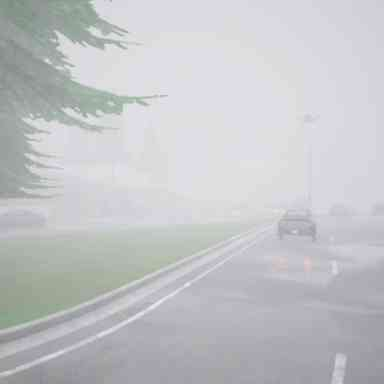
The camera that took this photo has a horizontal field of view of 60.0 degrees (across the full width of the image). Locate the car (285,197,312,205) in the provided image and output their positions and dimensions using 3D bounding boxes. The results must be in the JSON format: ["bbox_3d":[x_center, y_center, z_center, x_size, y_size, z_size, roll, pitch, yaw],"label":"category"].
[{"bbox_3d":[16.504,1.777,50.409,2.150,2.045,5.566,-1,-1,35],"label":"car"}]

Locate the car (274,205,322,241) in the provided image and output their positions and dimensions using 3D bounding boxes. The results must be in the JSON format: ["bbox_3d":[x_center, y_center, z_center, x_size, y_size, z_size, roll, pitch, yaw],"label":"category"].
[{"bbox_3d":[5.854,1.693,18.016,2.128,1.511,4.902,-1,-1,23],"label":"car"}]

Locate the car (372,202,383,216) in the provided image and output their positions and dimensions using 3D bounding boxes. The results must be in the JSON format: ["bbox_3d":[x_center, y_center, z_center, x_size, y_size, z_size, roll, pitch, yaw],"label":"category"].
[{"bbox_3d":[20.782,1.853,36.087,1.837,1.490,4.892,-1,-1,34],"label":"car"}]

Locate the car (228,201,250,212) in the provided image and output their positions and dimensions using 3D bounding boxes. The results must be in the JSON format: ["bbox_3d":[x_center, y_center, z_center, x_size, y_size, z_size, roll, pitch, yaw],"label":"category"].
[{"bbox_3d":[7.009,2.118,49.046,1.812,1.442,4.674,-1,-1,35],"label":"car"}]

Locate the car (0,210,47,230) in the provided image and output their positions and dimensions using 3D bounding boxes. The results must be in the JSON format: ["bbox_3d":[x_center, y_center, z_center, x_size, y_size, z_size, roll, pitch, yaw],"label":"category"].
[{"bbox_3d":[-12.423,1.935,23.151,4.181,1.385,1.994,0,-1,-39],"label":"car"}]

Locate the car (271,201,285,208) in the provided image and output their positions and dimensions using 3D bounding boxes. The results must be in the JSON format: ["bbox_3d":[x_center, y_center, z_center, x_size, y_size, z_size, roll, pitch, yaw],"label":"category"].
[{"bbox_3d":[15.188,2.181,54.597,1.994,1.385,4.181,-1,-1,35],"label":"car"}]

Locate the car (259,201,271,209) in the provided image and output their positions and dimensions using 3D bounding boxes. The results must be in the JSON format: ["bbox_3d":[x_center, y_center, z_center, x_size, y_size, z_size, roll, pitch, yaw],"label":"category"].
[{"bbox_3d":[13.466,2.274,58.192,1.895,1.301,4.718,-1,-1,36],"label":"car"}]

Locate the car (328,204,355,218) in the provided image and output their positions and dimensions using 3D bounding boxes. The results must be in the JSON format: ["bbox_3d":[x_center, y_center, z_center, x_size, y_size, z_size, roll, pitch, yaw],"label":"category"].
[{"bbox_3d":[15.710,1.926,34.879,1.994,1.385,4.181,-1,-1,34],"label":"car"}]
